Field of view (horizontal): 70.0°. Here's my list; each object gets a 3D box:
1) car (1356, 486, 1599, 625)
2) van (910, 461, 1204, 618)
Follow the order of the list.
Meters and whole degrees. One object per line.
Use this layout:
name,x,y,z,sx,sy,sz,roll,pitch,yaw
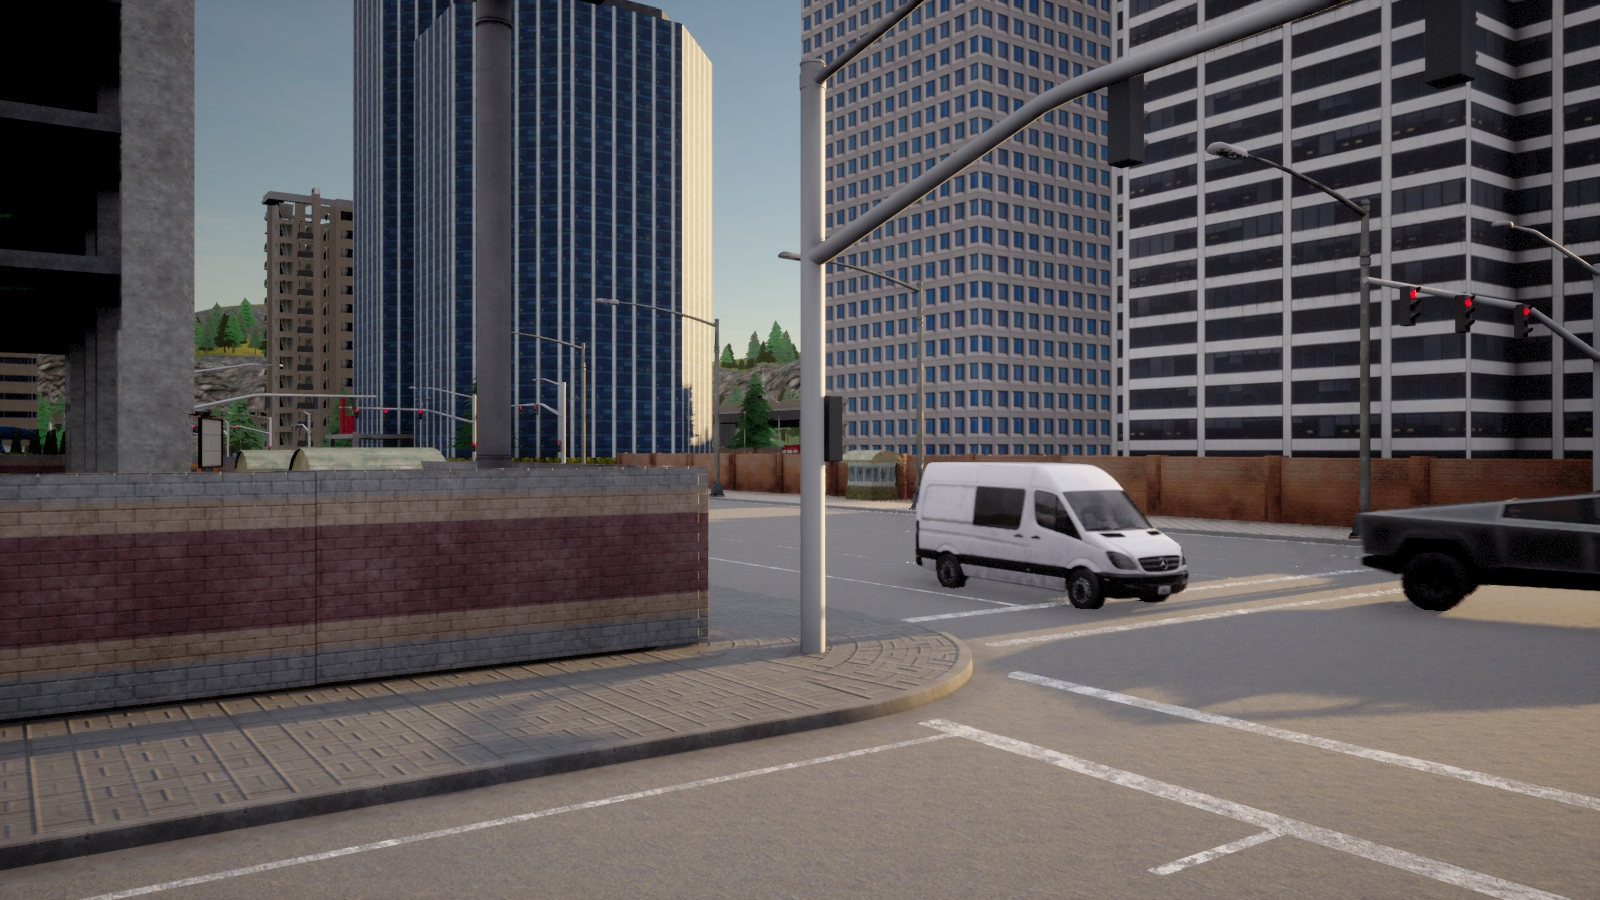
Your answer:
car,13.170,1.752,19.508,6.274,2.098,2.390,0,0,37
van,4.745,1.533,22.209,1.988,2.561,5.915,0,0,-32
